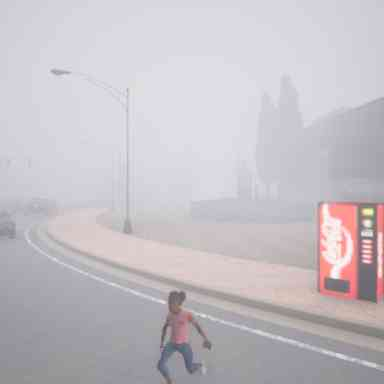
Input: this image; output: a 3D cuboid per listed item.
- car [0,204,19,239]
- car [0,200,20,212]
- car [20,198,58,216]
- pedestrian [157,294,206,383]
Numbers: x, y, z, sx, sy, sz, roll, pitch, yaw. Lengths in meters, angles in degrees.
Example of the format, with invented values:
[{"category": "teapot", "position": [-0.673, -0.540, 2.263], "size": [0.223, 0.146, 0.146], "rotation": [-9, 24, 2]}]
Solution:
[{"category": "car", "position": [-10.034, 1.549, 16.853], "size": [1.994, 1.385, 4.181], "rotation": [0, 0, -28]}, {"category": "car", "position": [-18.463, 1.519, 34.299], "size": [2.033, 1.411, 5.357], "rotation": [0, 0, -7]}, {"category": "car", "position": [-14.427, 1.328, 32.098], "size": [2.097, 1.767, 4.553], "rotation": [0, 0, -9]}, {"category": "pedestrian", "position": [-0.134, 1.292, 3.863], "size": [0.375, 1.860, 0.375], "rotation": [0, 0, 39]}]
